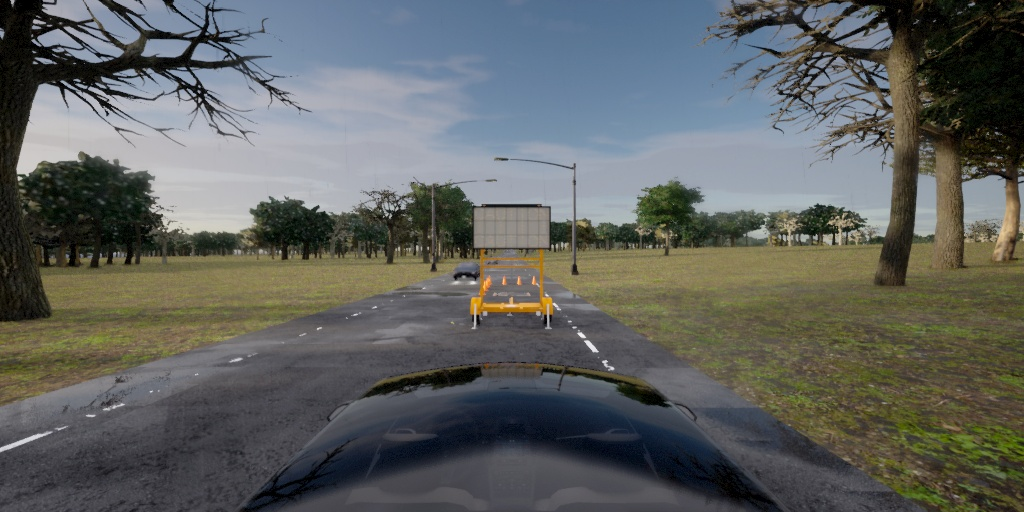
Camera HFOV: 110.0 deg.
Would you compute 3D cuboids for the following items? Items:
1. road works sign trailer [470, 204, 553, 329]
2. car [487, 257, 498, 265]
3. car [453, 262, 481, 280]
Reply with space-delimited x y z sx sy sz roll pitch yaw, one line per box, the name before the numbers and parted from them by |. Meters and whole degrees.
road works sign trailer | -0.010 0.198 11.146 2.380 3.560 2.880 0 0 0
car | -3.565 0.860 64.975 2.128 1.511 4.902 0 1 0
car | -3.628 1.196 29.751 2.033 1.411 5.357 0 0 0
